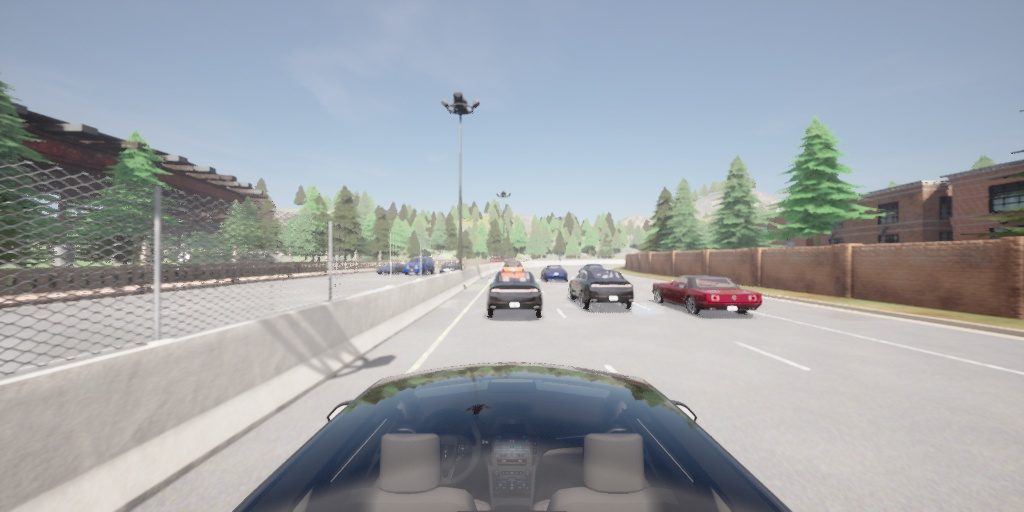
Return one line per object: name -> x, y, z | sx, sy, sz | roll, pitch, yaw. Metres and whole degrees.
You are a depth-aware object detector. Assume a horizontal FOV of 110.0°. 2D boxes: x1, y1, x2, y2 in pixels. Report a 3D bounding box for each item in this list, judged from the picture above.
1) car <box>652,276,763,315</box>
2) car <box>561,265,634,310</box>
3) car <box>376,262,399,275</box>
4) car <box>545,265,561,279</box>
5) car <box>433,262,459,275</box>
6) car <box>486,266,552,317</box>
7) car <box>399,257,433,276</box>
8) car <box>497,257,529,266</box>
car -> 7.093, 1.396, 13.741 | 1.895, 1.301, 4.718 | 0, 0, 0
car -> 3.593, 1.291, 15.094 | 2.128, 1.511, 4.902 | 0, 0, 0
car -> -13.755, 1.443, 41.295 | 2.033, 1.411, 5.357 | 0, 0, 4
car -> 3.602, 1.423, 31.041 | 1.994, 1.385, 4.181 | 0, 0, 0
car -> -6.784, 1.383, 39.856 | 2.128, 1.511, 4.902 | 0, 0, 4
car -> 0.090, 1.286, 13.397 | 2.128, 1.511, 4.902 | 0, 0, 0
car -> -10.307, 1.111, 40.212 | 2.150, 2.045, 5.566 | 0, 0, 3
car -> 0.098, 1.207, 30.145 | 2.097, 1.767, 4.553 | 0, 0, 0
